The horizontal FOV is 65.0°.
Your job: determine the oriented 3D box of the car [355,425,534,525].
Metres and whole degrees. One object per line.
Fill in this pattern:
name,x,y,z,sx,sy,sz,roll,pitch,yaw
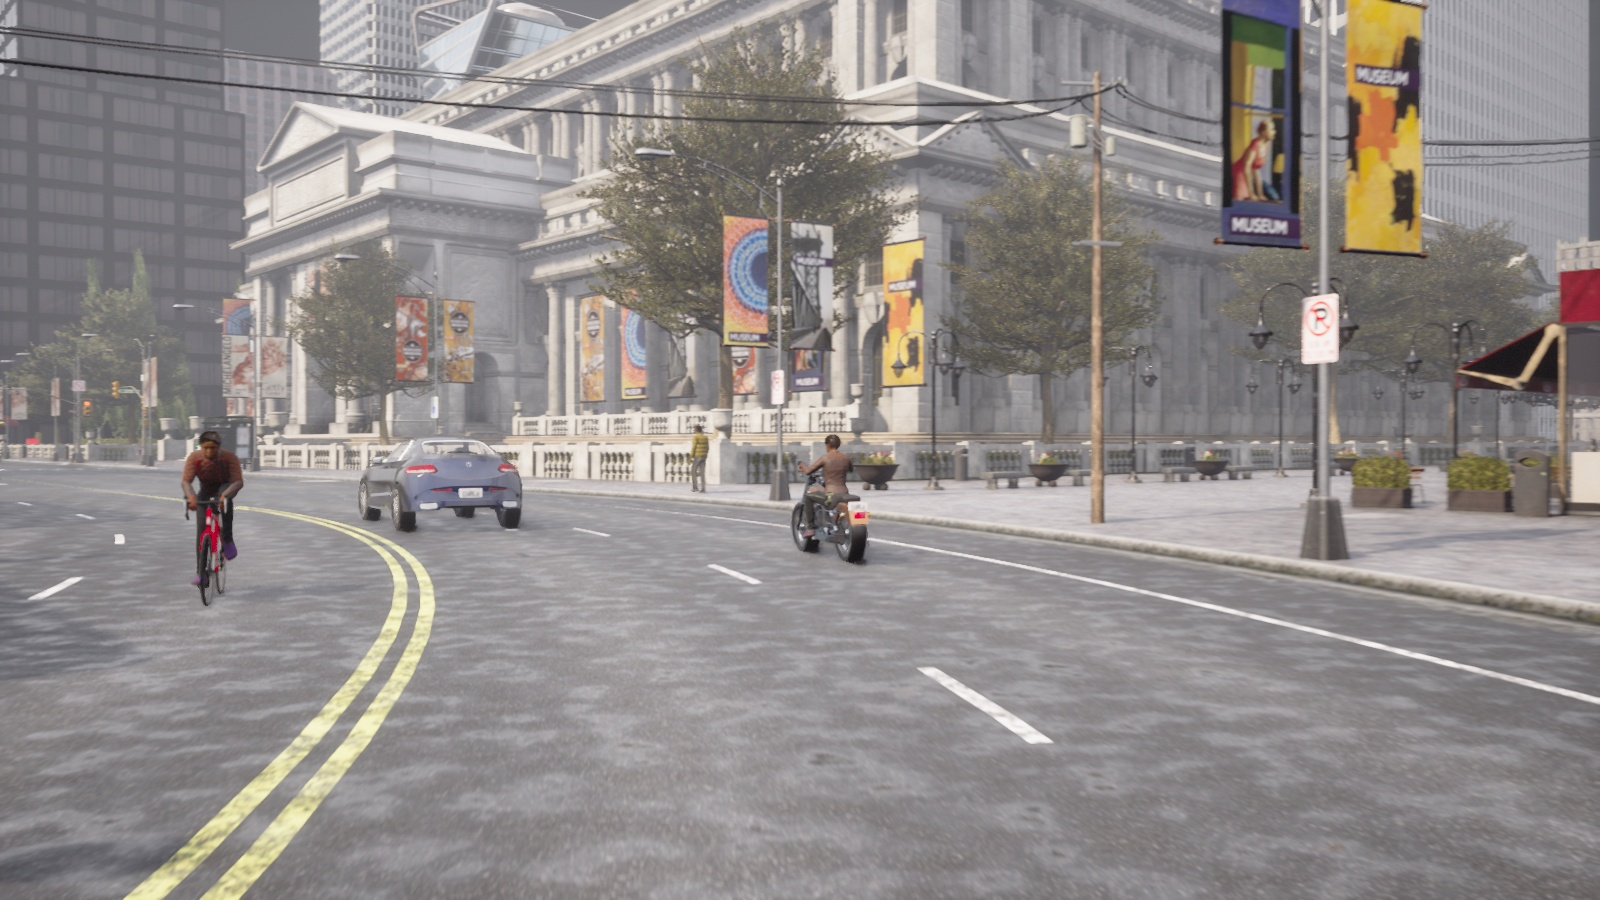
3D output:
car,-6.716,0.395,23.302,2.152,1.651,5.027,0,0,-28

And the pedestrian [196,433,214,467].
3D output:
pedestrian,-34.519,-0.002,72.820,0.873,1.952,0.659,0,0,41

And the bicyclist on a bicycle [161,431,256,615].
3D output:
bicyclist on a bicycle,-5.585,0.633,11.926,0.582,1.620,1.656,0,1,-18

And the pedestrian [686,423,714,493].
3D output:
pedestrian,-2.649,0.216,33.279,0.431,1.840,0.709,0,0,-38

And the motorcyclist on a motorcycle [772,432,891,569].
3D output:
motorcyclist on a motorcycle,0.364,0.605,16.335,0.766,1.649,2.350,0,0,-19
